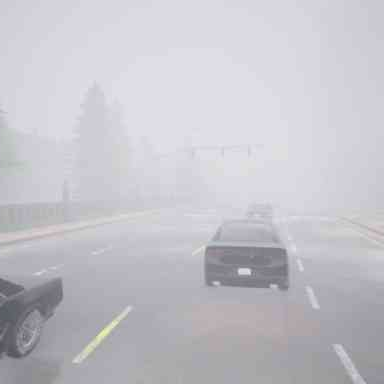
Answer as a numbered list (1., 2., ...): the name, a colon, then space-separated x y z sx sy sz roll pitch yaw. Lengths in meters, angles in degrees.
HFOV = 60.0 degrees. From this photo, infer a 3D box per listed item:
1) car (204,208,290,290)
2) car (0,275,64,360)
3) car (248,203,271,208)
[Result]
1. car: 1.538 1.431 9.112 1.882 1.535 5.008 0 0 11
2. car: -3.267 1.593 3.303 1.895 1.301 4.718 0 0 7
3. car: 4.592 1.429 22.564 2.033 1.411 5.357 0 0 14
